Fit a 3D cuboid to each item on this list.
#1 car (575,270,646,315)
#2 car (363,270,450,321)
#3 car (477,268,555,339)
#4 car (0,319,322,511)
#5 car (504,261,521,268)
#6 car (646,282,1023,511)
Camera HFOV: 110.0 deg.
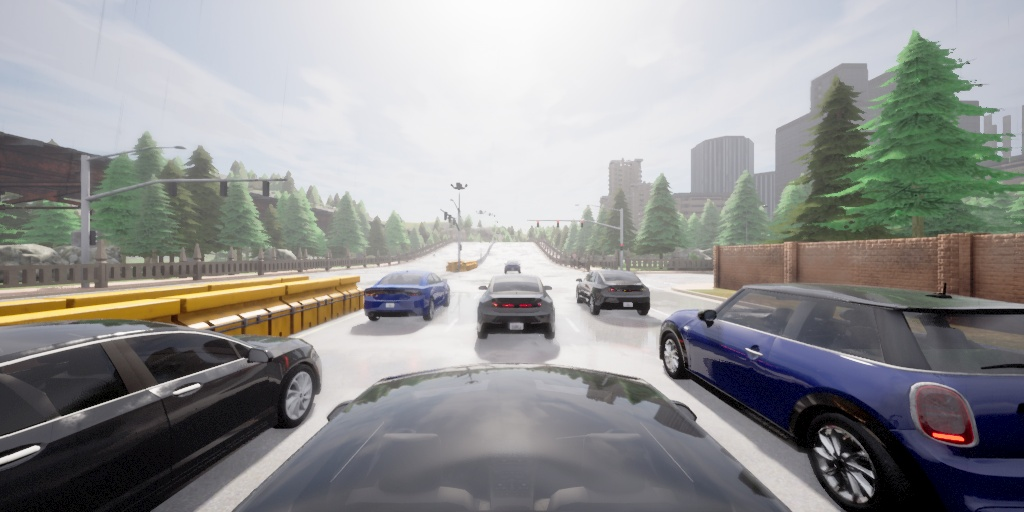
[{"bbox_3d":[3.616,1.255,13.491,1.837,1.490,4.892,0,0,1],"label":"car"},{"bbox_3d":[-3.402,1.228,12.480,1.882,1.535,5.008,0,0,0],"label":"car"},{"bbox_3d":[0.097,1.255,10.057,1.837,1.490,4.892,0,0,0],"label":"car"},{"bbox_3d":[-3.400,1.255,2.750,1.837,1.490,4.892,0,0,0],"label":"car"},{"bbox_3d":[0.074,1.276,42.657,1.812,1.442,4.674,0,0,0],"label":"car"},{"bbox_3d":[3.601,1.102,4.406,2.097,1.767,4.553,0,0,0],"label":"car"}]
